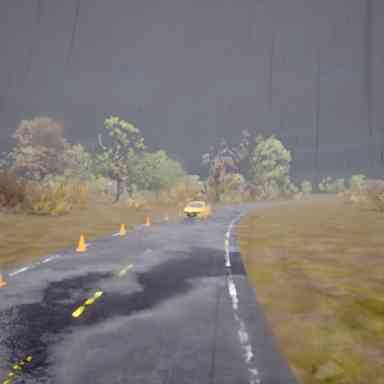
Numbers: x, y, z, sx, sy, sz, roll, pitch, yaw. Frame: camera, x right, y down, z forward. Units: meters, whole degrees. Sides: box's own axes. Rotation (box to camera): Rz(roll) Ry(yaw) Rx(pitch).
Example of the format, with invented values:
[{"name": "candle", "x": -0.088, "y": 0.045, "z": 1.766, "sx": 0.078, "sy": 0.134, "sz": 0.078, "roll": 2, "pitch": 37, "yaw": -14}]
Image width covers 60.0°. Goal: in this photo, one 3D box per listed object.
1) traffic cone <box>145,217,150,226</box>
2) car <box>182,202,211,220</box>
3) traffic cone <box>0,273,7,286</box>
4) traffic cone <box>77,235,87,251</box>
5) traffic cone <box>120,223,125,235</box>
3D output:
[{"name": "traffic cone", "x": -3.066, "y": 2.042, "z": 23.264, "sx": 0.340, "sy": 0.580, "sz": 0.340, "roll": 0, "pitch": 0, "yaw": 9}, {"name": "car", "x": 0.486, "y": 1.597, "z": 29.503, "sx": 1.882, "sy": 1.535, "sz": 5.008, "roll": 0, "pitch": 0, "yaw": 12}, {"name": "traffic cone", "x": -4.751, "y": 1.974, "z": 8.091, "sx": 0.340, "sy": 0.580, "sz": 0.340, "roll": 0, "pitch": 0, "yaw": 3}, {"name": "traffic cone", "x": -4.359, "y": 1.997, "z": 13.167, "sx": 0.340, "sy": 0.580, "sz": 0.340, "roll": 0, "pitch": 0, "yaw": 5}, {"name": "traffic cone", "x": -3.797, "y": 2.019, "z": 18.227, "sx": 0.340, "sy": 0.580, "sz": 0.340, "roll": 0, "pitch": 0, "yaw": 7}]
